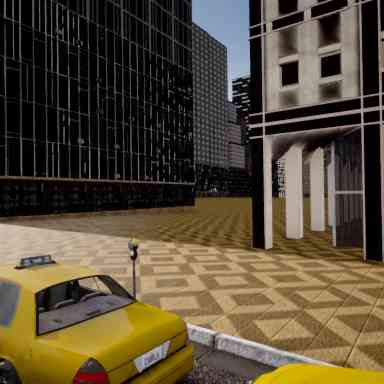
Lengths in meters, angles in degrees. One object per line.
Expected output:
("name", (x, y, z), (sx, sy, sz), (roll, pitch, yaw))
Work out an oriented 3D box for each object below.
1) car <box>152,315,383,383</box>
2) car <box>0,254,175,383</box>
("car", (2.247, 1.525, 1.291), (4.829, 1.417, 1.752), (0, -1, 35))
("car", (-2.256, 1.527, 4.487), (4.829, 1.417, 1.752), (0, -1, 35))
